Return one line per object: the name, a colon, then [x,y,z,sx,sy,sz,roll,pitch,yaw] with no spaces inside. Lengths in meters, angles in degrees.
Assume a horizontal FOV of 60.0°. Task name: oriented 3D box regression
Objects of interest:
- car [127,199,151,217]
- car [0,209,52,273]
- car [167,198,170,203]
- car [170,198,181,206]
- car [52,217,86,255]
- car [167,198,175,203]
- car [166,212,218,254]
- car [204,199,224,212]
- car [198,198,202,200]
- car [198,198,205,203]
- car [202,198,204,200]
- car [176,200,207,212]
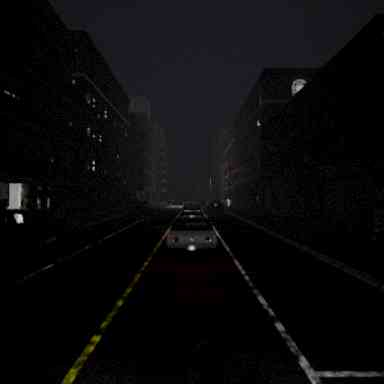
car: [-5.707,1.655,36.421,2.192,1.841,5.009,0,-1,0]
car: [-5.692,1.394,8.240,2.192,1.841,5.009,0,-1,0]
car: [-5.735,2.355,87.142,2.008,1.369,4.403,0,-1,0]
car: [-3.039,2.182,70.980,2.128,1.511,4.902,0,-1,0]
car: [-5.697,1.713,13.874,1.802,1.307,4.206,0,-1,0]
car: [-5.739,2.406,92.779,2.008,1.369,4.403,0,-1,0]
car: [-0.006,1.734,14.118,1.895,1.301,4.718,0,0,0]
car: [3.088,1.775,45.387,2.097,1.767,4.553,0,-1,0]
car: [2.655,2.201,70.235,2.008,1.369,4.403,0,-1,0]
car: [2.643,2.382,92.949,1.752,1.417,4.829,0,-1,0]
car: [3.085,1.840,52.387,2.097,1.767,4.553,0,-1,0]
car: [-0.012,1.767,29.302,2.128,1.511,4.902,0,0,0]
